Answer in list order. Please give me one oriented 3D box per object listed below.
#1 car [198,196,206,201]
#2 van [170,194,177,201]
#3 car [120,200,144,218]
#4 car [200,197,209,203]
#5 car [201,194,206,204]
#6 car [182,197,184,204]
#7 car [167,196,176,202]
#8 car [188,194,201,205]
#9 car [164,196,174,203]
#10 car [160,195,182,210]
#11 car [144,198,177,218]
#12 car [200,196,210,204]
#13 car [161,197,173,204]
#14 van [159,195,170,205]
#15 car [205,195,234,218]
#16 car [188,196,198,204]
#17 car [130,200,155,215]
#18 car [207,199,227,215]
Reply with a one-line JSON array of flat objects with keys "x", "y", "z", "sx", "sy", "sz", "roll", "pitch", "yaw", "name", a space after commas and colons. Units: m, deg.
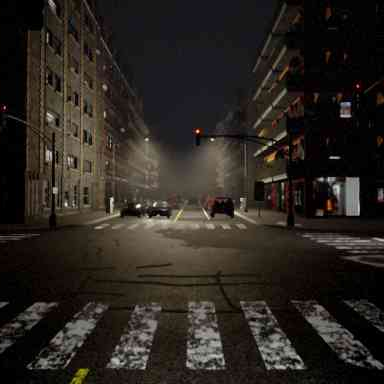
[{"x": 2.754, "y": 1.810, "z": 91.274, "sx": 1.947, "sy": 1.339, "sz": 4.313, "roll": 1, "pitch": 0, "yaw": 0, "name": "car"}, {"x": -5.123, "y": 1.585, "z": 91.259, "sx": 1.690, "sy": 1.788, "sz": 3.998, "roll": 1, "pitch": 0, "yaw": 0, "name": "van"}, {"x": -5.241, "y": 1.576, "z": 30.070, "sx": 1.947, "sy": 1.339, "sz": 4.313, "roll": 1, "pitch": 0, "yaw": 0, "name": "car"}, {"x": 2.721, "y": 1.726, "z": 74.583, "sx": 1.802, "sy": 1.307, "sz": 4.206, "roll": 1, "pitch": 0, "yaw": 0, "name": "car"}, {"x": 2.664, "y": 1.334, "z": 41.225, "sx": 2.192, "sy": 1.841, "sz": 5.009, "roll": 1, "pitch": 0, "yaw": 0, "name": "car"}, {"x": -2.633, "y": 1.436, "z": 63.535, "sx": 2.097, "sy": 1.767, "sz": 4.553, "roll": 0, "pitch": 0, "yaw": 0, "name": "car"}, {"x": -5.137, "y": 1.761, "z": 85.693, "sx": 2.008, "sy": 1.369, "sz": 4.403, "roll": 1, "pitch": 0, "yaw": 0, "name": "car"}, {"x": 0.221, "y": 1.548, "z": 59.847, "sx": 1.882, "sy": 1.535, "sz": 5.008, "roll": 0, "pitch": 0, "yaw": 0, "name": "car"}, {"x": -5.158, "y": 1.668, "z": 74.395, "sx": 1.752, "sy": 1.417, "sz": 4.829, "roll": 1, "pitch": 0, "yaw": 0, "name": "car"}, {"x": -2.758, "y": 1.501, "z": 44.072, "sx": 1.882, "sy": 1.535, "sz": 5.008, "roll": 0, "pitch": 0, "yaw": 0, "name": "car"}, {"x": -2.790, "y": 1.558, "z": 30.279, "sx": 2.033, "sy": 1.411, "sz": 5.357, "roll": 0, "pitch": 0, "yaw": 0, "name": "car"}, {"x": 2.713, "y": 1.554, "z": 69.023, "sx": 1.967, "sy": 1.590, "sz": 4.097, "roll": 1, "pitch": 0, "yaw": 0, "name": "car"}, {"x": -5.169, "y": 1.665, "z": 69.003, "sx": 2.008, "sy": 1.369, "sz": 4.403, "roll": 1, "pitch": 0, "yaw": 0, "name": "car"}, {"x": -5.175, "y": 1.426, "z": 63.439, "sx": 1.690, "sy": 1.788, "sz": 3.998, "roll": 1, "pitch": 0, "yaw": 0, "name": "van"}, {"x": 2.644, "y": 1.325, "z": 30.101, "sx": 2.192, "sy": 1.841, "sz": 5.009, "roll": 1, "pitch": 0, "yaw": 0, "name": "car"}, {"x": 0.207, "y": 1.598, "z": 70.286, "sx": 1.882, "sy": 1.535, "sz": 5.008, "roll": 0, "pitch": 0, "yaw": 0, "name": "car"}, {"x": -5.230, "y": 1.579, "z": 35.631, "sx": 1.947, "sy": 1.339, "sz": 4.313, "roll": 1, "pitch": 0, "yaw": 0, "name": "car"}, {"x": 2.651, "y": 1.539, "z": 35.830, "sx": 1.752, "sy": 1.417, "sz": 4.829, "roll": 1, "pitch": 0, "yaw": 0, "name": "car"}]
